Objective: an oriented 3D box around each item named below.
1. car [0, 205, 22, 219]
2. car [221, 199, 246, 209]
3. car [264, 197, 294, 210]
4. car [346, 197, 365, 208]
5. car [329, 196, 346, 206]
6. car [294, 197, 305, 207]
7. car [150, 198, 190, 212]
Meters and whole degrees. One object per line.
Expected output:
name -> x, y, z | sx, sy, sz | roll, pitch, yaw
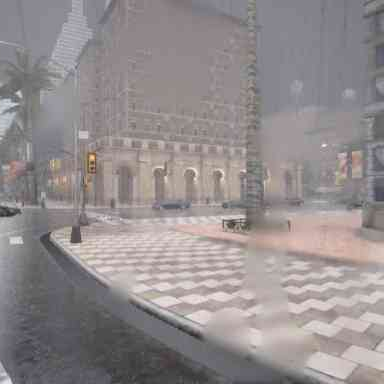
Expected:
car -> -17.835, 1.547, 28.827 | 5.357, 1.411, 2.033 | 0, 0, -6
car -> 5.973, 1.564, 44.336 | 4.181, 1.385, 1.994 | 0, 0, -29
car -> 10.228, 1.504, 42.529 | 4.892, 1.490, 1.837 | 0, 0, -30
car -> 24.548, 1.547, 46.797 | 5.357, 1.411, 2.033 | 0, 0, -31
car -> 24.959, 1.491, 55.329 | 4.902, 1.511, 2.128 | 0, 0, -30
car -> 14.613, 1.505, 49.329 | 4.892, 1.490, 1.837 | 0, 0, -30
car -> -2.576, 1.492, 39.399 | 4.902, 1.511, 2.128 | 0, 0, -28
